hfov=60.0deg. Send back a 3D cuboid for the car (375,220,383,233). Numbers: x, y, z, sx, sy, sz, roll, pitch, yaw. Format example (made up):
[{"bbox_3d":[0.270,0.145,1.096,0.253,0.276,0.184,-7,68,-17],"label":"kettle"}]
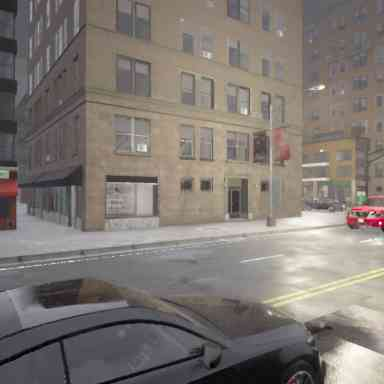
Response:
[{"bbox_3d":[6.807,1.478,8.299,5.008,1.535,1.882,0,0,-36],"label":"car"}]

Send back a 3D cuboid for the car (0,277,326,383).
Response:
[{"bbox_3d":[-0.821,1.526,2.854,4.674,1.442,1.812,0,0,-35],"label":"car"}]

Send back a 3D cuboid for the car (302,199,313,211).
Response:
[{"bbox_3d":[11.517,1.422,39.014,1.967,1.590,4.097,0,0,-35],"label":"car"}]

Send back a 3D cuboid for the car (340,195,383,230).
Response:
[{"bbox_3d":[11.540,1.221,19.908,5.566,2.045,2.150,0,0,-36],"label":"car"}]

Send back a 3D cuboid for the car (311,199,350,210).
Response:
[{"bbox_3d":[18.072,1.579,43.642,1.947,1.339,4.313,0,0,-35],"label":"car"}]

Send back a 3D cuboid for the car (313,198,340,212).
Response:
[{"bbox_3d":[15.159,1.484,38.252,2.128,1.511,4.902,0,0,-35],"label":"car"}]
